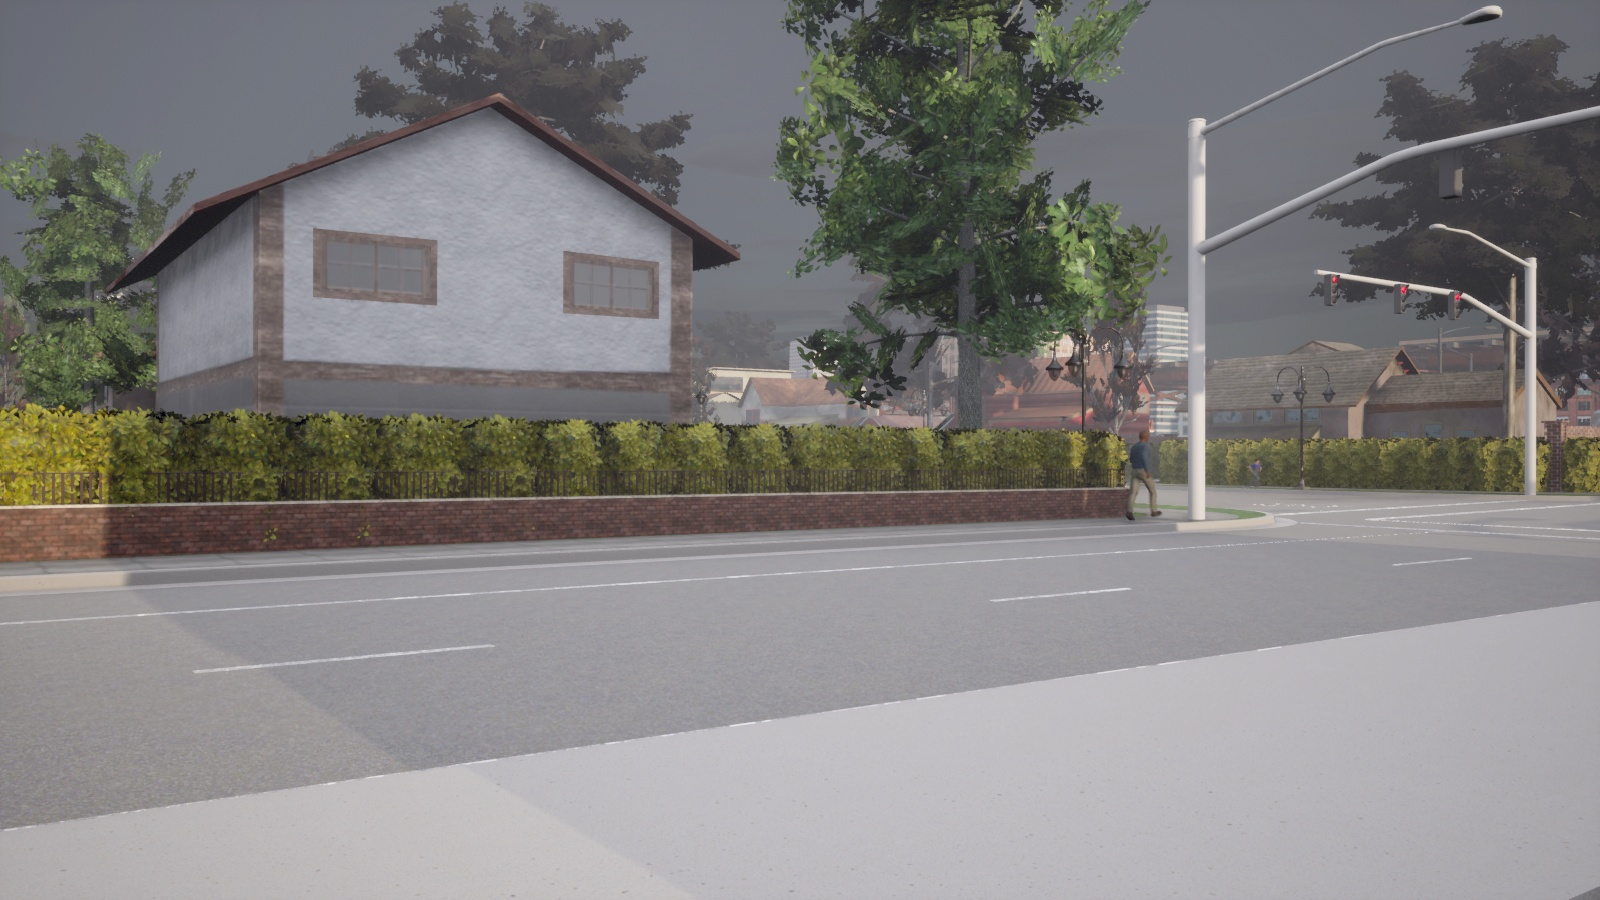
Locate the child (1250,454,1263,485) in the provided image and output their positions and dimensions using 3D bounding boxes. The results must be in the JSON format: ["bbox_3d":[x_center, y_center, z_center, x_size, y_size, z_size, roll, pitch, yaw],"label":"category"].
[{"bbox_3d":[18.335,0.774,50.429,0.270,1.263,0.437,0,0,-34],"label":"child"}]

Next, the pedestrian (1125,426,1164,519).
[{"bbox_3d":[6.961,0.448,25.342,0.726,1.835,0.370,0,0,-34],"label":"pedestrian"}]
